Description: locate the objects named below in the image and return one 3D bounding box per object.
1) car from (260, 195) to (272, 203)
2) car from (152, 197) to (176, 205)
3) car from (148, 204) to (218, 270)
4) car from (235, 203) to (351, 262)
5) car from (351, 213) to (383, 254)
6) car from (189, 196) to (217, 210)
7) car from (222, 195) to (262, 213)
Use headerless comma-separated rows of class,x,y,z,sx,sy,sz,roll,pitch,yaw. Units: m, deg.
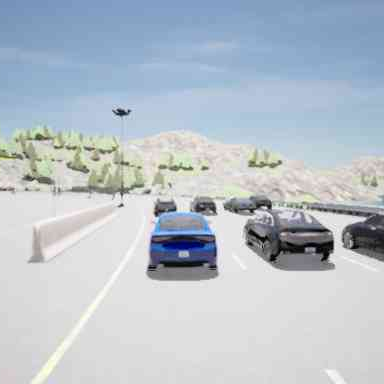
car,6.992,1.092,35.958,1.837,1.490,4.892,0,1,-11
car,-2.371,1.182,28.692,2.128,1.511,4.902,0,1,-9
car,-0.342,1.360,10.656,1.882,1.535,5.008,0,1,-3
car,3.108,1.356,11.551,2.128,1.511,4.902,0,1,-3
car,6.657,1.370,10.629,1.837,1.490,4.892,0,1,-3
car,0.940,1.171,30.133,1.837,1.490,4.892,0,1,-9
car,4.351,1.194,31.122,2.033,1.411,5.357,0,1,-10
